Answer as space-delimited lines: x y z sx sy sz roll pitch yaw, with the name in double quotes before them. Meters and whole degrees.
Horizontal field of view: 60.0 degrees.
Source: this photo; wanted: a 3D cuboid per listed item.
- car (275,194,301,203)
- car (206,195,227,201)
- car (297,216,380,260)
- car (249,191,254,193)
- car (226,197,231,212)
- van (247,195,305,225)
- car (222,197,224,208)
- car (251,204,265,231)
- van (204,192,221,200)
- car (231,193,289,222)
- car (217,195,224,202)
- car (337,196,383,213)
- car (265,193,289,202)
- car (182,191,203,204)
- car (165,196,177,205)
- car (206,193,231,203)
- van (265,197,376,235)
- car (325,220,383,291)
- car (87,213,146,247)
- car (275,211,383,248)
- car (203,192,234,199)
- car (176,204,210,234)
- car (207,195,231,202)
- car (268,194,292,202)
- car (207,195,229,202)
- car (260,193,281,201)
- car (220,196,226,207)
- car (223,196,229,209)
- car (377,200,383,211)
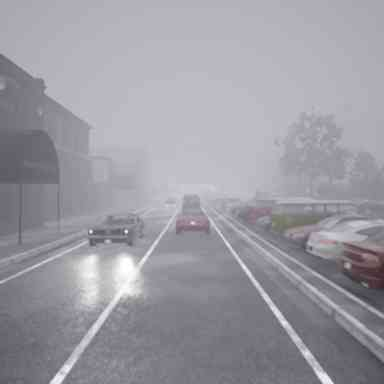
"car" 18.686 1.298 64.885 4.553 1.767 2.185 0 0 0
"car" 5.545 1.357 75.949 4.792 1.488 2.163 0 1 0
"car" 6.052 1.617 10.520 4.674 1.452 2.002 0 -1 0
"car" 18.544 1.231 89.951 4.792 1.488 2.163 0 1 0
"car" 5.989 1.513 30.321 5.008 1.535 2.097 0 0 0
"van" 6.137 1.346 21.843 4.442 1.987 1.878 0 0 0
"car" 5.980 1.514 35.973 4.674 1.452 2.002 0 0 0
"car" 6.031 1.632 19.020 4.674 1.452 2.002 0 0 0
"van" 5.394 1.004 87.079 4.442 1.987 1.878 0 1 0
"car" 5.983 1.301 24.668 5.566 2.045 2.435 0 0 0
"car" 5.989 1.465 41.625 4.792 1.488 2.163 0 0 0
"car" 18.525 1.346 36.045 4.553 1.767 2.185 0 0 0
"car" 18.700 1.223 73.365 4.553 1.767 2.185 0 1 0
"car" -0.084 1.264 40.691 2.150 2.045 5.566 0 0 -1
"car" -3.636 1.487 58.253 2.033 1.411 5.357 0 0 0
"car" 5.652 1.465 64.959 4.674 1.452 2.002 1 0 0
"van" 6.153 1.381 16.313 4.442 1.987 1.878 0 0 0
"car" 6.057 1.547 7.695 5.008 1.535 2.097 0 -1 0
"car" -3.381 1.694 15.620 1.895 1.301 4.718 0 0 0
"car" 6.048 1.643 13.355 4.674 1.452 2.002 0 -1 0
"car" 5.436 1.399 67.599 5.366 1.575 1.946 0 1 0
"car" 0.049 1.663 20.195 1.994 1.385 4.181 0 0 0
"car" 5.635 1.407 70.383 4.792 1.488 2.163 0 1 0
"car" 18.716 1.247 70.581 4.553 1.767 2.185 0 1 0
"car" 5.592 1.392 73.166 4.674 1.452 2.002 0 0 0
"car" 18.606 1.175 78.810 4.553 1.767 2.185 0 0 0
"car" 5.971 1.495 38.798 4.674 1.452 2.002 0 0 0
"car" 6.171 1.491 33.148 5.366 1.575 1.946 0 0 0
"car" 18.587 1.531 27.575 4.892 1.521 2.231 0 0 0
